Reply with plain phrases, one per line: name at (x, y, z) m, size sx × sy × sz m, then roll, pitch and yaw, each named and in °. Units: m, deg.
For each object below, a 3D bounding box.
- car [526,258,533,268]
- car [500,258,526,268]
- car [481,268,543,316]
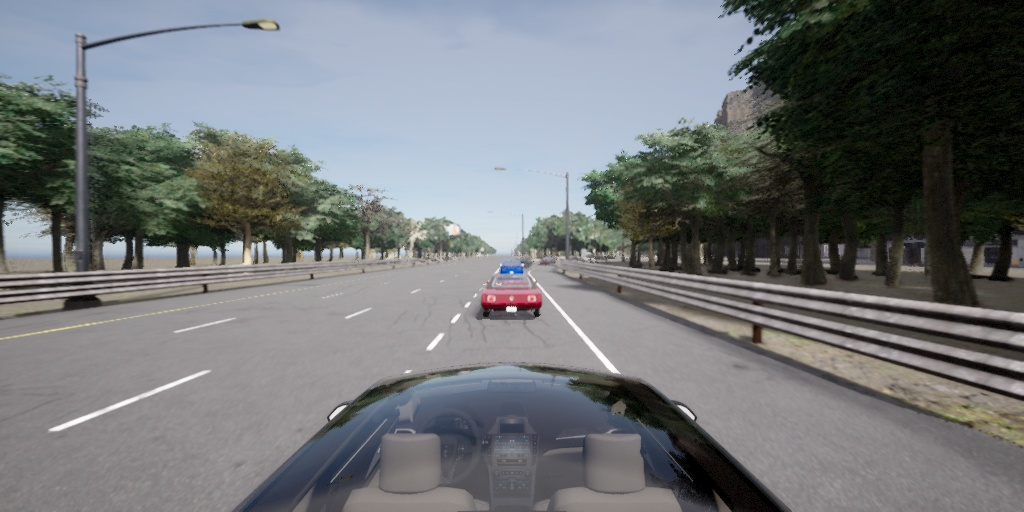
car at (1.869, 1.013, 51.762) m, size 1.837 × 1.490 × 4.892 m, roll -1°, pitch 0°, yaw 12°
car at (-0.026, 1.092, 29.907) m, size 1.882 × 1.535 × 5.008 m, roll 0°, pitch 0°, yaw 0°
car at (-0.011, 1.296, 12.963) m, size 1.895 × 1.301 × 4.718 m, roll 0°, pitch 0°, yaw 0°
